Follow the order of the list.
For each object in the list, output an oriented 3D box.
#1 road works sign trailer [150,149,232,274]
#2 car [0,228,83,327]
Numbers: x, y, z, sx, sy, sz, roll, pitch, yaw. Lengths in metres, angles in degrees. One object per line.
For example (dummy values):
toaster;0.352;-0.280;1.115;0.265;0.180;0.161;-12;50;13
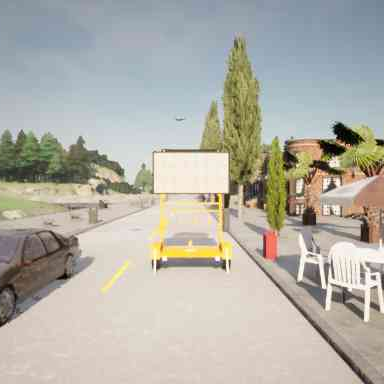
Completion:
road works sign trailer;-0.026;0.464;10.507;2.380;3.560;2.880;0;0;0
car;-4.018;1.547;7.232;2.033;1.411;5.357;0;0;0
